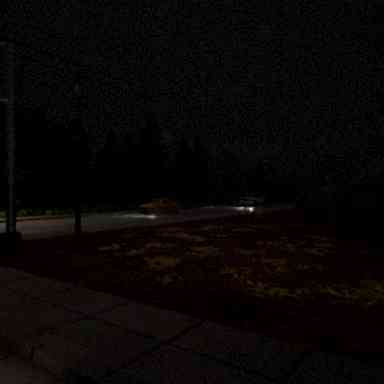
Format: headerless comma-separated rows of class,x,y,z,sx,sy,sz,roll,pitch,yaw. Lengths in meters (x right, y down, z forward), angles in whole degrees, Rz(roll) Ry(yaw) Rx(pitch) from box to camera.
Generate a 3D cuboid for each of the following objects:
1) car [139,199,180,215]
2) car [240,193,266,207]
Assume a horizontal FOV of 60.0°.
car,-3.262,1.447,34.130,1.882,1.535,5.008,0,0,37
car,9.524,1.140,51.209,2.150,2.045,5.566,0,0,37
